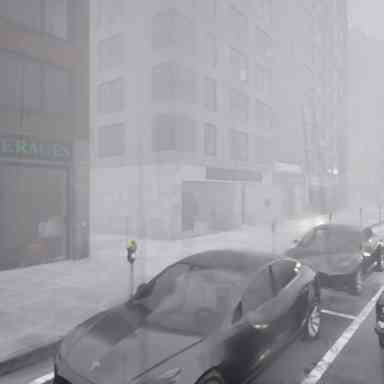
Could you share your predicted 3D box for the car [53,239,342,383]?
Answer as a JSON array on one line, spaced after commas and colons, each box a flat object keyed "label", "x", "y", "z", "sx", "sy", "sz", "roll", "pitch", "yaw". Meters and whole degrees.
[{"label": "car", "x": 0.375, "y": 1.566, "z": 4.532, "sx": 1.947, "sy": 1.339, "sz": 4.313, "roll": 0, "pitch": 0, "yaw": 39}]

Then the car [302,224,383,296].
[{"label": "car", "x": 3.852, "y": 1.565, "z": 8.825, "sx": 1.947, "sy": 1.339, "sz": 4.313, "roll": 0, "pitch": 0, "yaw": 39}]

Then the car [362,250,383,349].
[{"label": "car", "x": 4.408, "y": 1.599, "z": 5.446, "sx": 1.895, "sy": 1.301, "sz": 4.718, "roll": 0, "pitch": 0, "yaw": 39}]
